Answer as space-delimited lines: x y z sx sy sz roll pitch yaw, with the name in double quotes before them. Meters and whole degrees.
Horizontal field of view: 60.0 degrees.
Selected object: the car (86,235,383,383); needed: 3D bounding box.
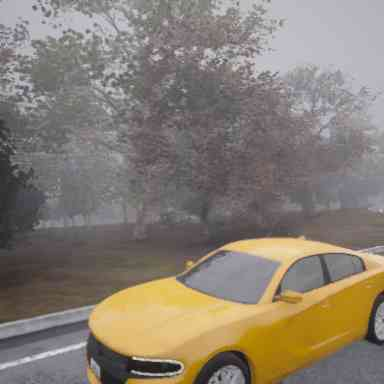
"car" 1.075 1.457 4.755 5.008 1.535 1.882 0 0 -35
